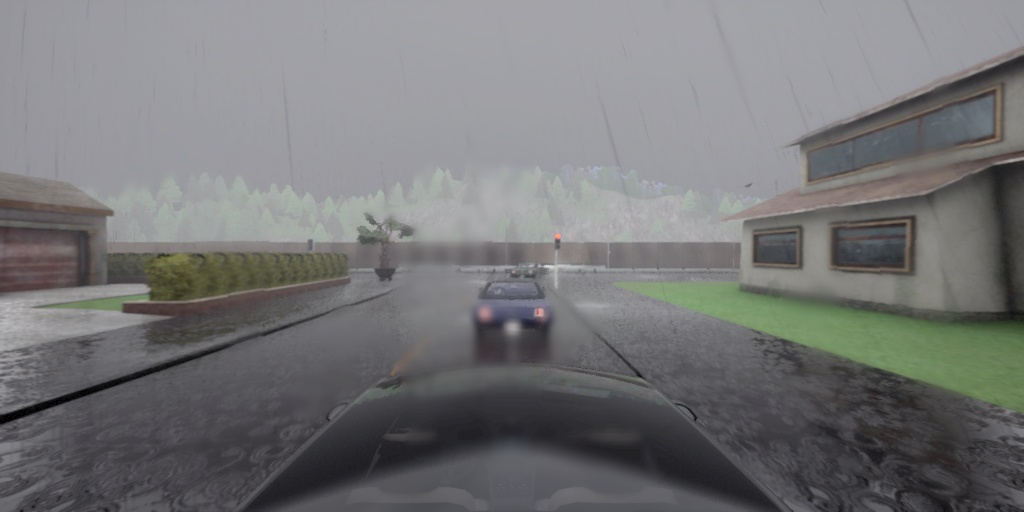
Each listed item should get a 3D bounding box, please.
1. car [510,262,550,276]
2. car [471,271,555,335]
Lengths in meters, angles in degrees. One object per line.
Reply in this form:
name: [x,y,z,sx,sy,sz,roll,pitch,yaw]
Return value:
car: [1.469,1.124,27.152,1.895,1.301,4.718,0,1,19]
car: [0.040,1.275,10.158,1.895,1.301,4.718,0,0,1]
